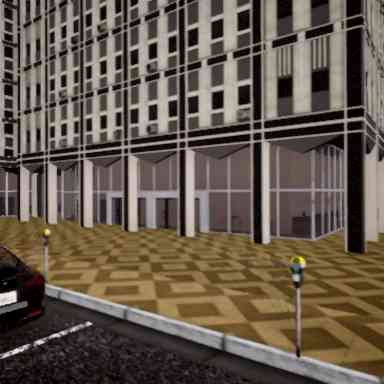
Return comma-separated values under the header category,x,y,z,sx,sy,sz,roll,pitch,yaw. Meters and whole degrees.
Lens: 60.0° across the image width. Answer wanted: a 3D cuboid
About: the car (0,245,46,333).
category,x,y,z,sx,sy,sz,roll,pitch,yaw
car,-4.384,1.583,6.004,4.313,1.339,1.947,0,0,35
